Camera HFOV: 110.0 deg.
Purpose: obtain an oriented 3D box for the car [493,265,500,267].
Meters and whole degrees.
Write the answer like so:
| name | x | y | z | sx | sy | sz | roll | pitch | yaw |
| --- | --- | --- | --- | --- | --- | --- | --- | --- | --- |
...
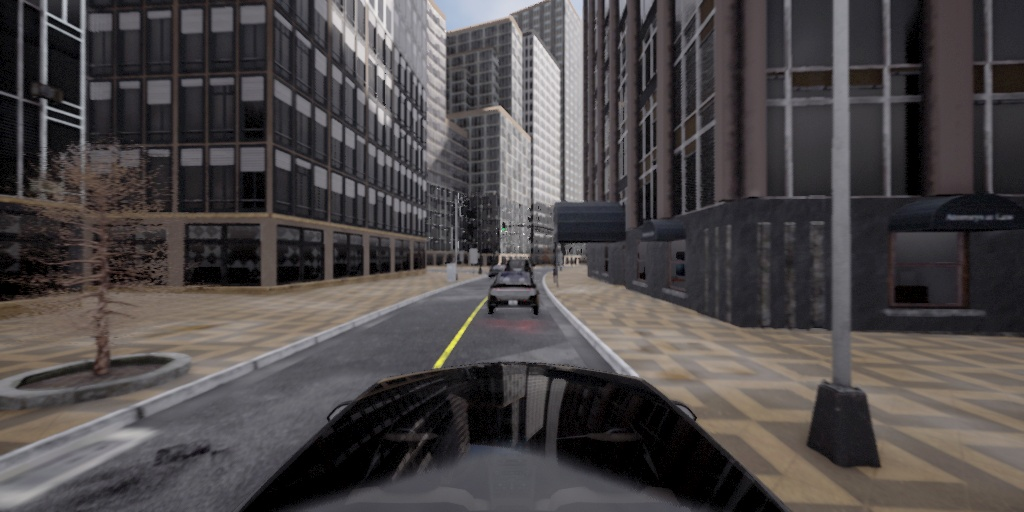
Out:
| name | x | y | z | sx | sy | sz | roll | pitch | yaw |
| --- | --- | --- | --- | --- | --- | --- | --- | --- | --- |
| car | -1.259 | 1.652 | 38.331 | 2.033 | 1.411 | 5.357 | 0 | -1 | 7 |

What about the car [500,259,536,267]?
| name | x | y | z | sx | sy | sz | roll | pitch | yaw |
| --- | --- | --- | --- | --- | --- | --- | --- | --- | --- |
| car | 0.633 | 1.221 | 28.095 | 2.150 | 2.045 | 5.566 | 0 | 0 | 5 |

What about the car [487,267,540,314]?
| name | x | y | z | sx | sy | sz | roll | pitch | yaw |
| --- | --- | --- | --- | --- | --- | --- | --- | --- | --- |
| car | 0.099 | 1.351 | 14.273 | 2.128 | 1.511 | 4.902 | 0 | 0 | 2 |
